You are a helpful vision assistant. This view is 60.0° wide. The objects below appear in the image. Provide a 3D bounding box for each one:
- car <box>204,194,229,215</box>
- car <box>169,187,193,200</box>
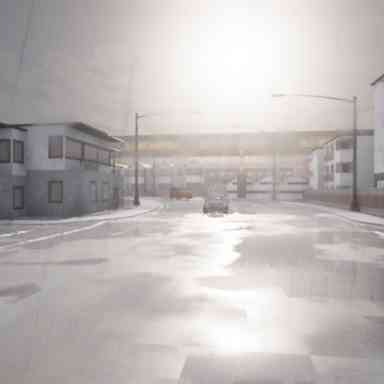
[{"bbox_3d":[2.232,0.998,29.452,2.097,1.767,4.553,0,1,8],"label":"car"},{"bbox_3d":[-1.875,0.257,54.076,2.150,2.045,5.566,1,1,-26],"label":"car"}]
